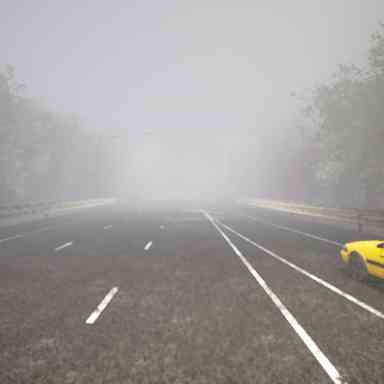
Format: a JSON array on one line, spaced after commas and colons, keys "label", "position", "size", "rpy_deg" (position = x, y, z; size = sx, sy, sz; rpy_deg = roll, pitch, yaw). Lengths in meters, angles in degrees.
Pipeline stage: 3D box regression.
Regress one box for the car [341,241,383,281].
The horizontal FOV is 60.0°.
[{"label": "car", "position": [5.133, 1.428, 6.832], "size": [1.801, 1.575, 5.366], "rpy_deg": [0, 0, -6]}]
